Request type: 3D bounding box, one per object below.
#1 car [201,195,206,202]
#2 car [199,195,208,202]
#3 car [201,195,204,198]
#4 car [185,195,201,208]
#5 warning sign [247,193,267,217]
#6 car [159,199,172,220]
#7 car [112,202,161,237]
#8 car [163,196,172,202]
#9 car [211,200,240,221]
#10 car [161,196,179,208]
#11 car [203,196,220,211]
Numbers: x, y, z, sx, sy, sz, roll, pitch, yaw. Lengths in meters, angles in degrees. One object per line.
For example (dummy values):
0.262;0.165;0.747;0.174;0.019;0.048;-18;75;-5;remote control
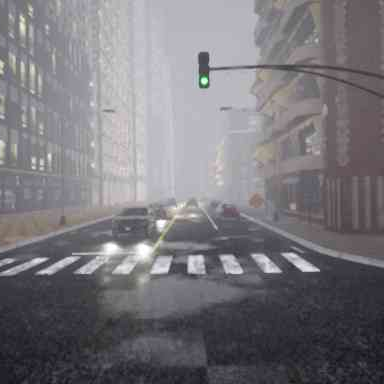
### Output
2.677;1.494;44.438;2.008;1.369;4.403;-1;0;0;car
2.676;1.416;78.330;1.967;1.590;4.097;-1;0;0;car
2.678;1.551;72.681;1.802;1.307;4.206;-1;0;0;car
-0.014;1.526;48.471;1.812;1.442;4.674;-1;0;0;car
5.040;0.999;25.987;1.300;1.860;1.060;-1;0;0;warning sign
-3.106;1.610;28.851;1.994;1.385;4.181;-1;0;1;car
-3.116;1.521;18.668;1.882;1.535;5.008;-1;0;0;car
-5.701;1.688;78.330;1.887;1.381;4.507;-1;0;0;car
2.726;1.512;25.872;1.802;1.307;4.206;-1;0;0;car
-3.048;1.567;49.123;1.837;1.490;4.892;-1;0;0;car
2.676;1.490;38.790;2.008;1.369;4.403;-1;0;0;car
